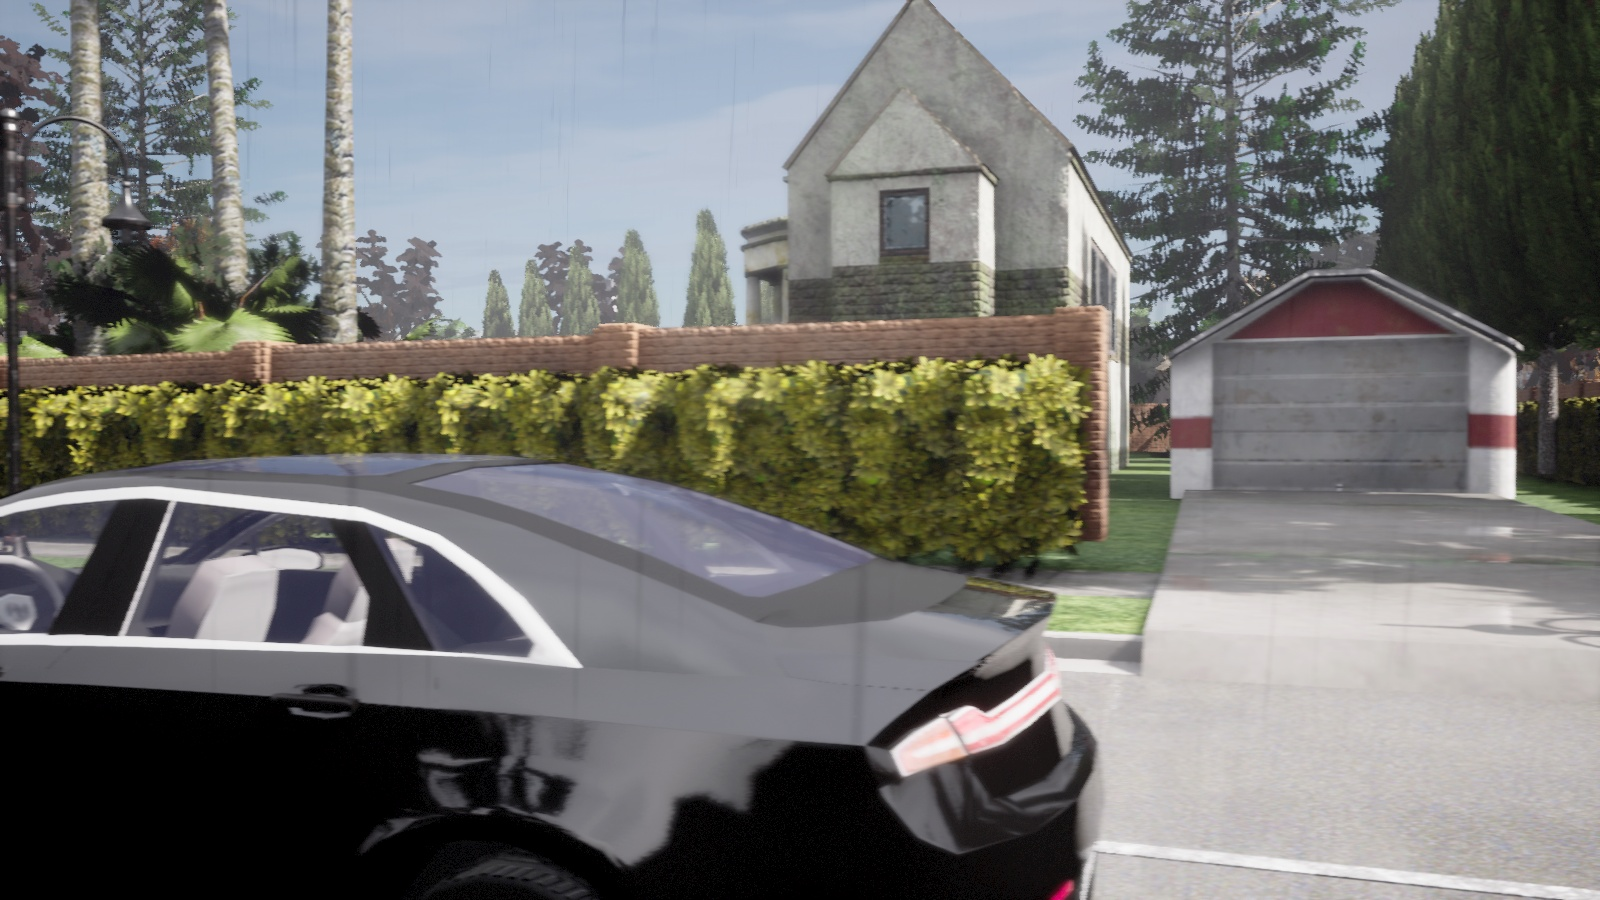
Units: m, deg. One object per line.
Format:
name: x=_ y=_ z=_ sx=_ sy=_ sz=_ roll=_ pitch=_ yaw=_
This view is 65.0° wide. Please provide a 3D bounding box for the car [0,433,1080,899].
car: x=-1.773 y=0.715 z=3.789 sx=4.902 sy=1.511 sz=2.128 roll=1 pitch=1 yaw=19
